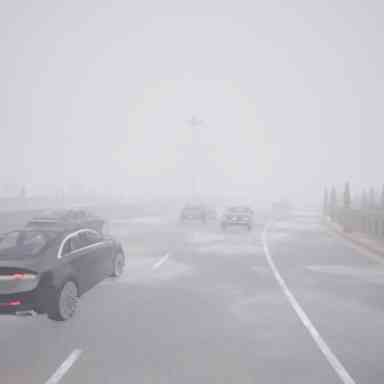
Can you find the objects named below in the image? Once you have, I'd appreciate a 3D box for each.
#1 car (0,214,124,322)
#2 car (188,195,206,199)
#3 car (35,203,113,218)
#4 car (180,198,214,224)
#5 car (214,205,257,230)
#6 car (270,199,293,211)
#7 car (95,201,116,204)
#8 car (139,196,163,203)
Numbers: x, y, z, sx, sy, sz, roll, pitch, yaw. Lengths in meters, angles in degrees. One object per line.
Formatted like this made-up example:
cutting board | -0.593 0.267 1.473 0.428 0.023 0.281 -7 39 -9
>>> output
car | -2.915 1.478 7.227 2.128 1.511 4.902 0 0 5
car | 0.660 1.134 57.827 1.882 1.535 5.008 0 0 34
car | -5.415 1.480 14.947 1.837 1.490 4.892 0 0 9
car | 0.559 1.494 25.004 2.128 1.511 4.902 0 0 16
car | 3.066 1.562 21.305 2.033 1.411 5.357 0 0 15
car | 11.087 1.576 40.988 1.812 1.442 4.674 0 0 29
car | -8.466 1.525 31.750 1.994 1.385 4.181 0 0 19
car | -6.576 1.481 52.887 1.837 1.490 4.892 0 0 30
